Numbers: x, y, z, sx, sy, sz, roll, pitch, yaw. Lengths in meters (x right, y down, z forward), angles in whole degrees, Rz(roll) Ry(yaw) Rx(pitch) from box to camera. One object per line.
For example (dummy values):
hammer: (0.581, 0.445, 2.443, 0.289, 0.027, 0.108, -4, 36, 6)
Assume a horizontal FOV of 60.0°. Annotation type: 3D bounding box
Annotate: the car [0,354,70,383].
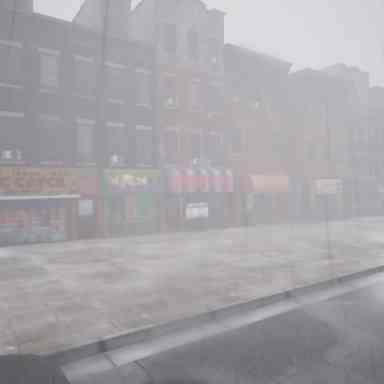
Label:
car: (-2.990, 1.548, 1.036, 5.357, 1.411, 2.033, 0, 0, -35)
